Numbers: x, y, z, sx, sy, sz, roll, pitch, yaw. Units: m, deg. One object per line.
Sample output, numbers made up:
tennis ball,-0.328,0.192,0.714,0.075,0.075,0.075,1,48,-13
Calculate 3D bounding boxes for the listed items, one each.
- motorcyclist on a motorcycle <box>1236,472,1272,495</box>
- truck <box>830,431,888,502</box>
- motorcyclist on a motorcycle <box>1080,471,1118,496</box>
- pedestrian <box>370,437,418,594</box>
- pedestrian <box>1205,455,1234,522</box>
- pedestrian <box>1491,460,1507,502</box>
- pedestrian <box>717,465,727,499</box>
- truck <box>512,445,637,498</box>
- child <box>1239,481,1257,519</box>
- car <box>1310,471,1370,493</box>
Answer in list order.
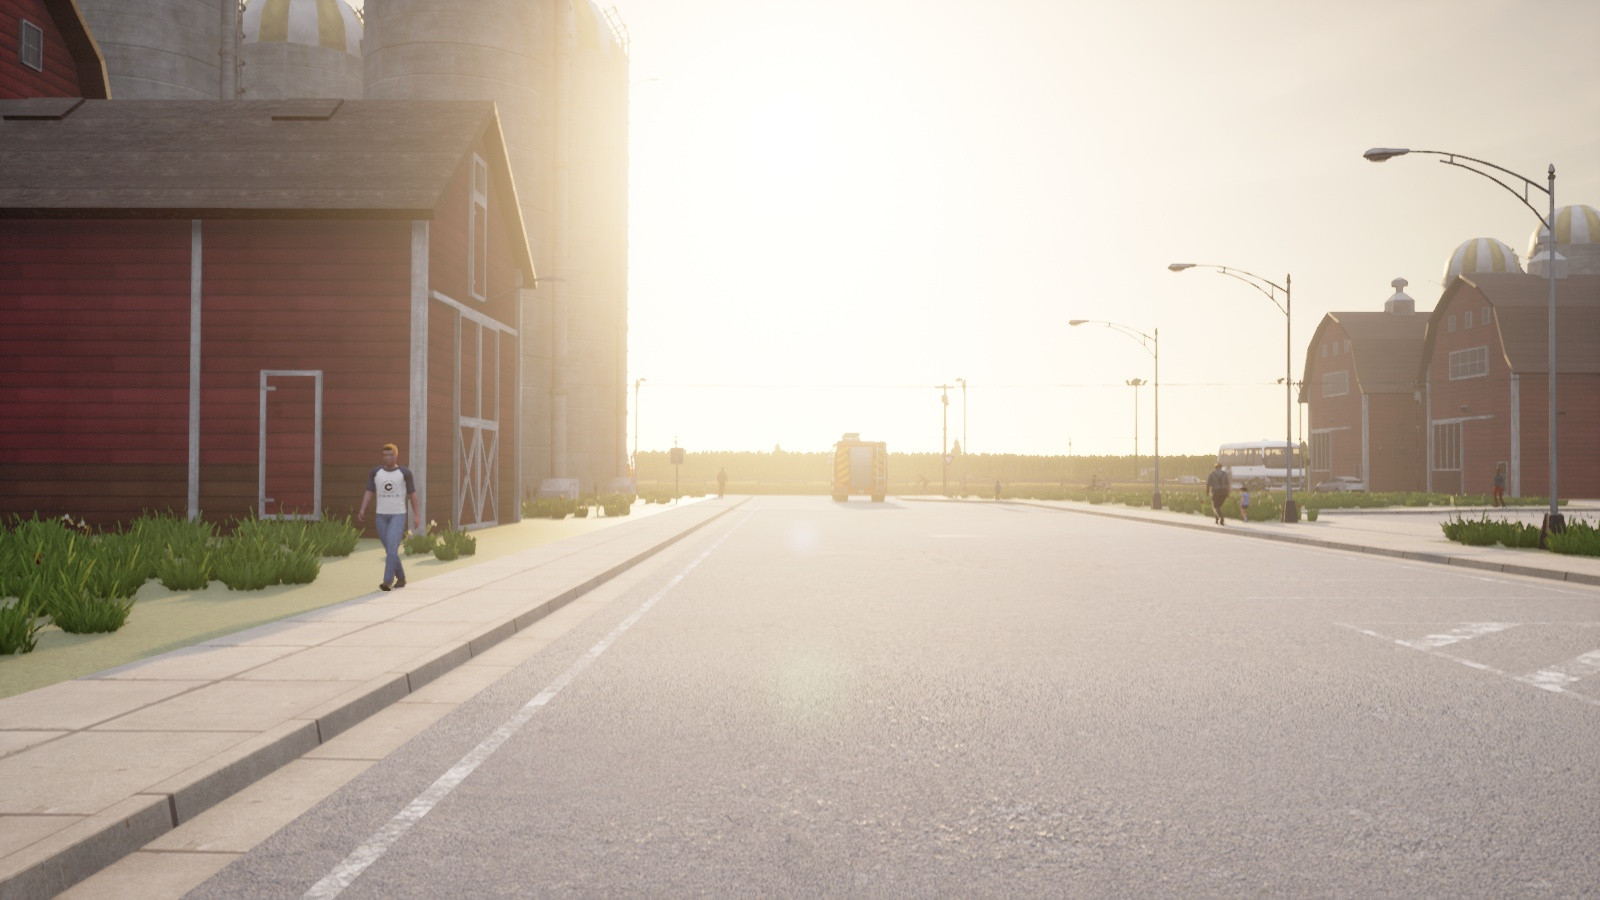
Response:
motorcyclist on a motorcycle,30.621,2.288,84.728,2.191,1.530,0.866,0,-1,-13
truck,3.311,0.977,72.259,2.891,3.827,8.468,0,-1,0
motorcyclist on a motorcycle,20.049,2.246,84.201,2.350,1.649,0.766,0,-1,1
pedestrian,-4.841,0.770,14.990,0.354,1.836,0.706,0,-1,-1
pedestrian,11.653,1.072,34.886,0.540,1.848,0.694,0,-1,0
pedestrian,30.952,1.378,55.597,0.614,1.847,0.353,0,-1,-29
pedestrian,-4.494,1.833,72.481,0.423,1.949,0.788,0,-1,10
truck,-15.133,1.463,84.626,7.936,3.462,2.891,0,-1,1
child,13.284,1.489,37.234,0.255,1.110,0.394,0,-1,-34
car,37.999,2.240,88.437,2.007,1.525,4.514,0,-1,-4
